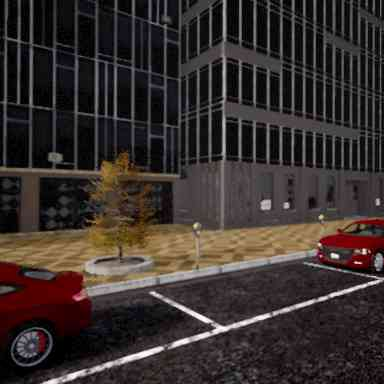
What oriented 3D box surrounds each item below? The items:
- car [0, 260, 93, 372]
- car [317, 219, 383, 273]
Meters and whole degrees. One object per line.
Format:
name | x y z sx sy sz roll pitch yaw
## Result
car | -3.399 1.581 4.133 4.206 1.307 1.802 0 0 -35
car | 5.880 1.573 10.729 4.507 1.381 1.887 0 0 -35
